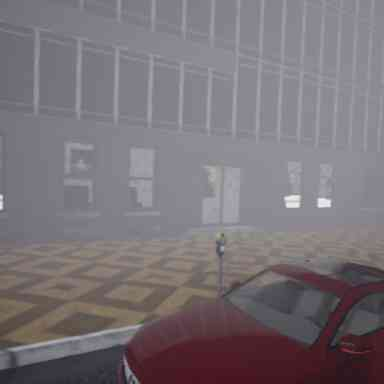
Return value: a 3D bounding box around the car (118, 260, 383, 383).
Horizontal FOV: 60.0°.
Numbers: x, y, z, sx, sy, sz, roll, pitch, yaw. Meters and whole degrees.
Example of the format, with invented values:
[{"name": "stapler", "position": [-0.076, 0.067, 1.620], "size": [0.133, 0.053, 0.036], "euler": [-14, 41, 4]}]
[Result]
[{"name": "car", "position": [1.344, 1.487, 3.630], "size": [4.206, 1.307, 1.802], "euler": [1, 2, -29]}]
